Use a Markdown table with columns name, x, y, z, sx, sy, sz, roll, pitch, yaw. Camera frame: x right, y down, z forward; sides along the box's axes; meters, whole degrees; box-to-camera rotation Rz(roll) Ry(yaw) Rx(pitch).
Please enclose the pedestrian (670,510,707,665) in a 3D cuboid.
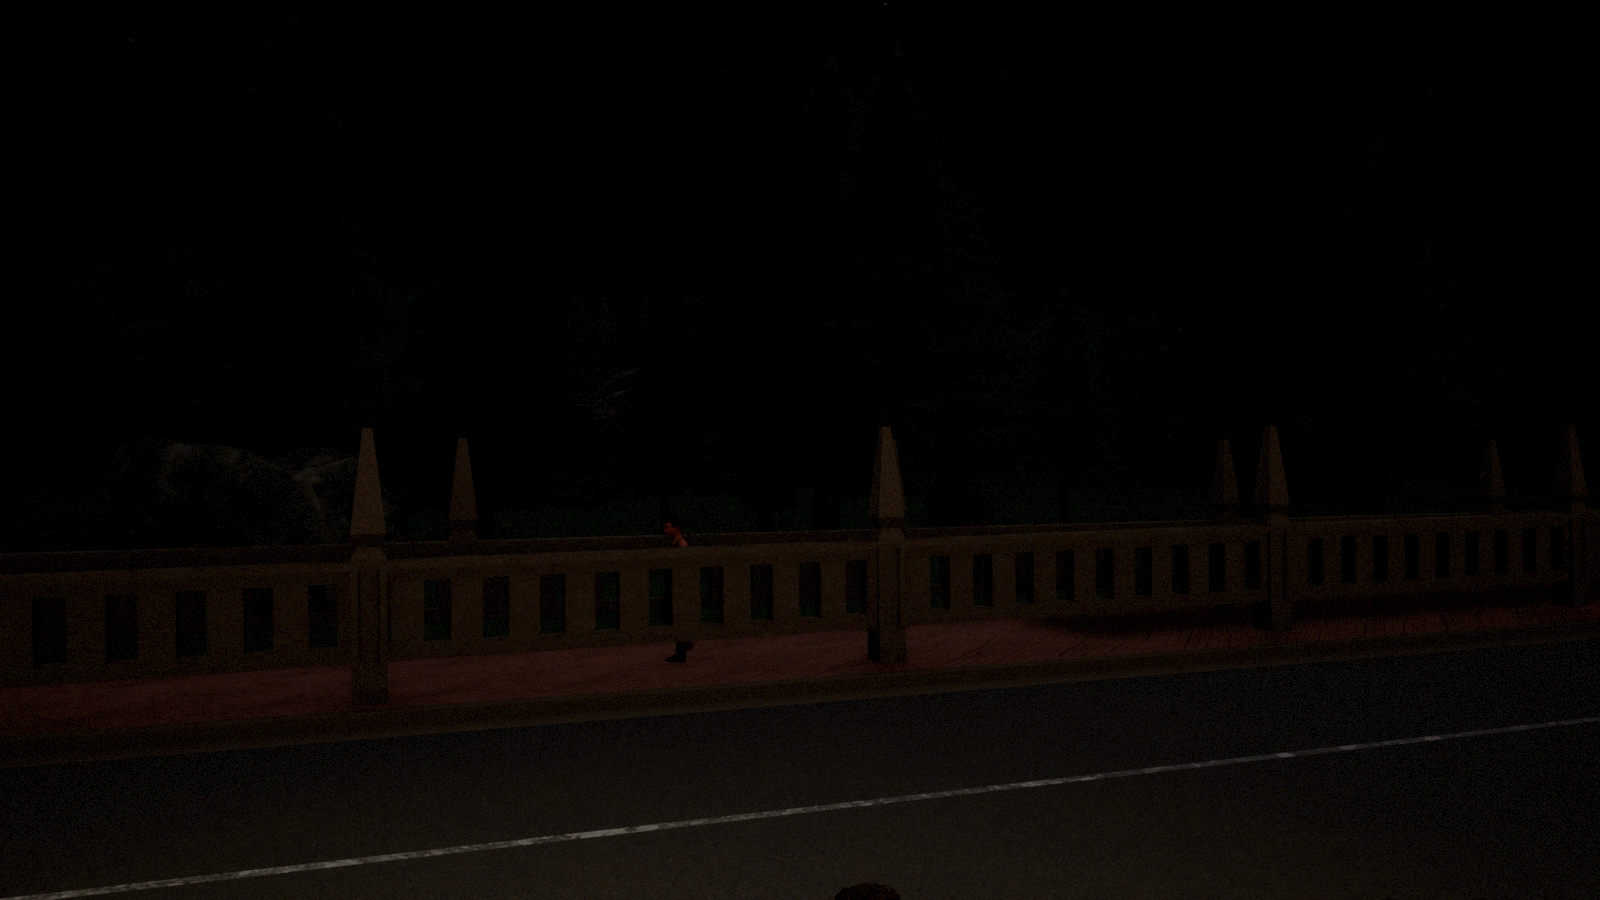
| name | x | y | z | sx | sy | sz | roll | pitch | yaw |
| --- | --- | --- | --- | --- | --- | --- | --- | --- | --- |
| pedestrian | -1.392 | 1.694 | 14.201 | 0.375 | 1.860 | 0.375 | 0 | 0 | -20 |
